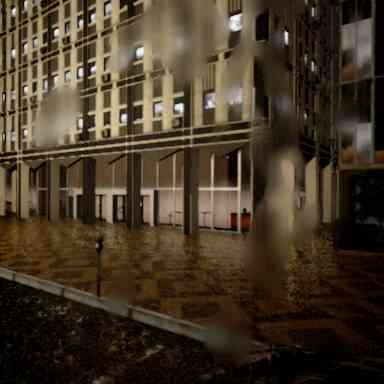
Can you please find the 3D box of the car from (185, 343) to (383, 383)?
[{"bbox_3d":[1.724,1.570,1.648,4.313,1.339,1.947,1,0,36],"label":"car"}]
